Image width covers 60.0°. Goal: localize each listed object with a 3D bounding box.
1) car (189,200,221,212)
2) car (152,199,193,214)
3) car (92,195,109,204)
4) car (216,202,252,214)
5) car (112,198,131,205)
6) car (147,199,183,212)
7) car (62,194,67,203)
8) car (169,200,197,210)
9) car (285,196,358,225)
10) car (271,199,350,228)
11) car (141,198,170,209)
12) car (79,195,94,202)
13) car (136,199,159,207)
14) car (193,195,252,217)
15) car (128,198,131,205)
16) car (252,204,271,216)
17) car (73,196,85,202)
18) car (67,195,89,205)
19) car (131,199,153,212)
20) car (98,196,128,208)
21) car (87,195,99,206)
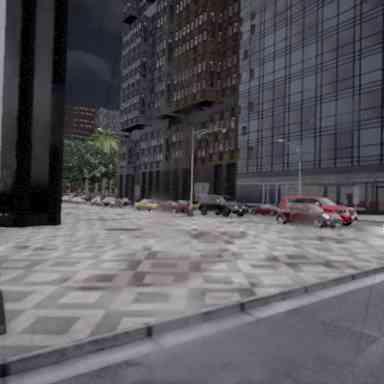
[{"bbox_3d":[1.679,1.850,44.539,1.752,1.417,4.829,2,-1,-36],"label":"car"},{"bbox_3d":[-1.964,1.592,34.985,1.887,1.381,4.507,2,-1,-36],"label":"car"},{"bbox_3d":[-20.734,1.672,75.247,2.097,1.767,4.553,2,-1,-36],"label":"car"},{"bbox_3d":[4.969,1.887,39.937,1.947,1.339,4.313,2,-1,-36],"label":"car"},{"bbox_3d":[-14.181,1.898,66.716,1.947,1.339,4.313,2,-1,-36],"label":"car"},{"bbox_3d":[-3.472,1.683,41.687,2.033,1.411,5.357,2,-1,-35],"label":"car"},{"bbox_3d":[-24.306,1.497,66.234,1.967,1.590,4.097,2,-1,-36],"label":"car"},{"bbox_3d":[-1.414,1.879,48.863,2.008,1.369,4.403,2,-1,-36],"label":"car"},{"bbox_3d":[9.030,1.346,24.206,2.150,2.045,5.566,2,-1,-36],"label":"car"},{"bbox_3d":[7.597,1.478,21.621,1.967,1.590,4.097,2,-1,-37],"label":"car"},{"bbox_3d":[-5.580,1.734,50.017,2.128,1.511,4.902,2,-1,-35],"label":"car"},{"bbox_3d":[-26.940,1.646,84.572,2.192,1.841,5.009,2,-1,-36],"label":"car"},{"bbox_3d":[-7.797,1.883,57.790,2.008,1.369,4.403,2,-1,-36],"label":"car"},{"bbox_3d":[2.875,1.352,32.807,2.150,2.045,5.566,2,-1,-36],"label":"car"},{"bbox_3d":[-11.666,1.769,58.455,1.812,1.442,4.674,2,-1,-36],"label":"car"},{"bbox_3d":[8.160,1.900,35.474,1.802,1.307,4.206,2,-1,-36],"label":"car"},{"bbox_3d":[-30.236,1.856,89.170,1.752,1.417,4.829,2,-1,-36],"label":"car"},{"bbox_3d":[-21.018,1.583,61.630,1.752,1.417,4.829,2,-1,-36],"label":"car"},{"bbox_3d":[-5.057,1.576,39.310,1.752,1.417,4.829,2,-1,-36],"label":"car"},{"bbox_3d":[-11.538,1.497,48.378,1.967,1.590,4.097,2,-1,-36],"label":"car"},{"bbox_3d":[-14.734,1.640,52.839,1.802,1.307,4.206,2,-1,-36],"label":"car"}]
